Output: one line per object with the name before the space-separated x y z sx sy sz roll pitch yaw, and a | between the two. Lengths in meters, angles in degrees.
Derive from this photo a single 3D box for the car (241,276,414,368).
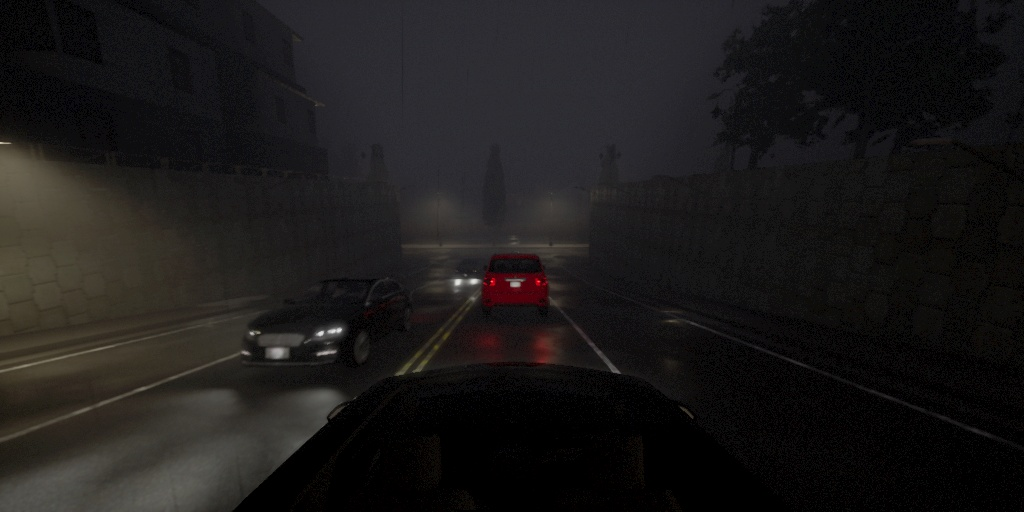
car | -3.599 1.224 7.959 2.128 1.511 4.902 0 0 0

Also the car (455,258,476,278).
car | -3.529 0.919 30.002 2.033 1.411 5.357 0 4 0

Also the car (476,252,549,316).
car | 0.099 0.933 13.277 2.150 2.045 5.566 0 0 0
